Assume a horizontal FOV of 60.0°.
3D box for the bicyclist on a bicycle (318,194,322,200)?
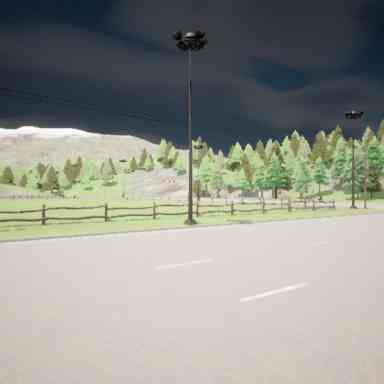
[{"bbox_3d":[27.980,1.275,72.627,1.656,1.620,0.582,0,0,-35],"label":"bicyclist on a bicycle"}]
